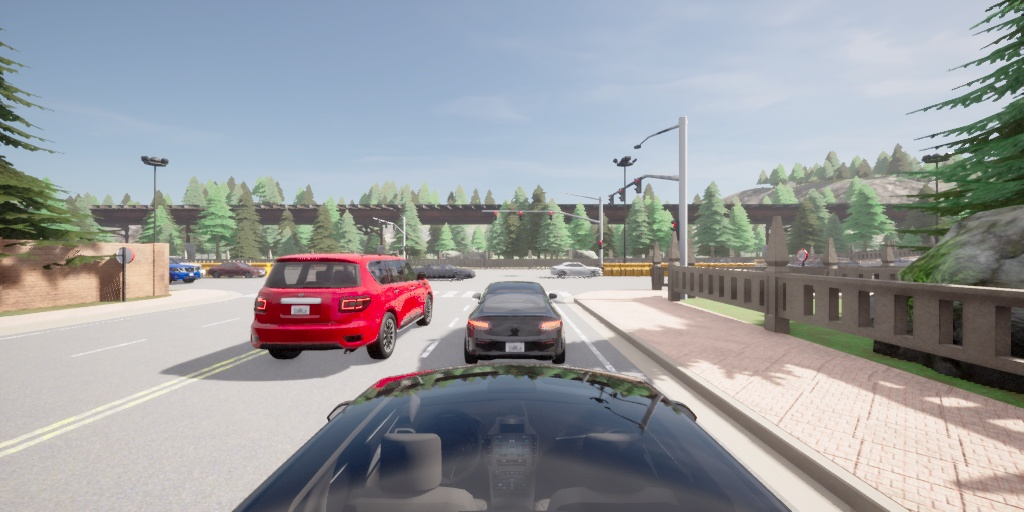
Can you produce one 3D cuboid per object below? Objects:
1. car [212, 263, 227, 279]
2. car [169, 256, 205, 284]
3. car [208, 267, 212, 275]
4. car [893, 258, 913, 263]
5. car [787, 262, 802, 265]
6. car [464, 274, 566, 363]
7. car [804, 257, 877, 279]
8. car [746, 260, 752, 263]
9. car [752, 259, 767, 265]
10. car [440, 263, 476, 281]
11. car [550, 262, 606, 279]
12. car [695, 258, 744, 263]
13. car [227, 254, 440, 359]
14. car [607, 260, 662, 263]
[{"bbox_3d":[-24.903,1.276,32.582,4.674,1.442,1.812,0,0,0],"label":"car"},{"bbox_3d":[-25.657,0.971,25.580,5.566,2.045,2.150,0,0,-1],"label":"car"},{"bbox_3d":[-28.275,0.969,29.097,5.566,2.045,2.150,0,0,0],"label":"car"},{"bbox_3d":[42.054,0.974,39.534,5.357,1.411,2.033,-3,0,0],"label":"car"},{"bbox_3d":[31.421,1.337,39.555,4.718,1.301,1.895,0,0,0],"label":"car"},{"bbox_3d":[0.063,1.276,7.963,1.812,1.442,4.674,0,0,0],"label":"car"},{"bbox_3d":[26.745,1.101,28.862,4.553,1.767,2.097,0,0,0],"label":"car"},{"bbox_3d":[25.538,1.102,43.064,4.553,1.767,2.097,0,0,0],"label":"car"},{"bbox_3d":[31.746,1.210,46.553,5.008,1.535,1.882,-1,0,0],"label":"car"},{"bbox_3d":[-5.669,1.297,28.996,5.357,1.411,2.033,0,0,0],"label":"car"},{"bbox_3d":[5.777,1.275,32.442,4.674,1.442,1.812,0,0,0],"label":"car"},{"bbox_3d":[22.433,1.102,39.573,4.553,1.767,2.097,0,0,0],"label":"car"},{"bbox_3d":[-3.440,0.971,8.515,2.150,2.045,5.566,0,0,0],"label":"car"},{"bbox_3d":[13.412,1.228,39.609,5.008,1.535,1.882,0,0,0],"label":"car"}]
